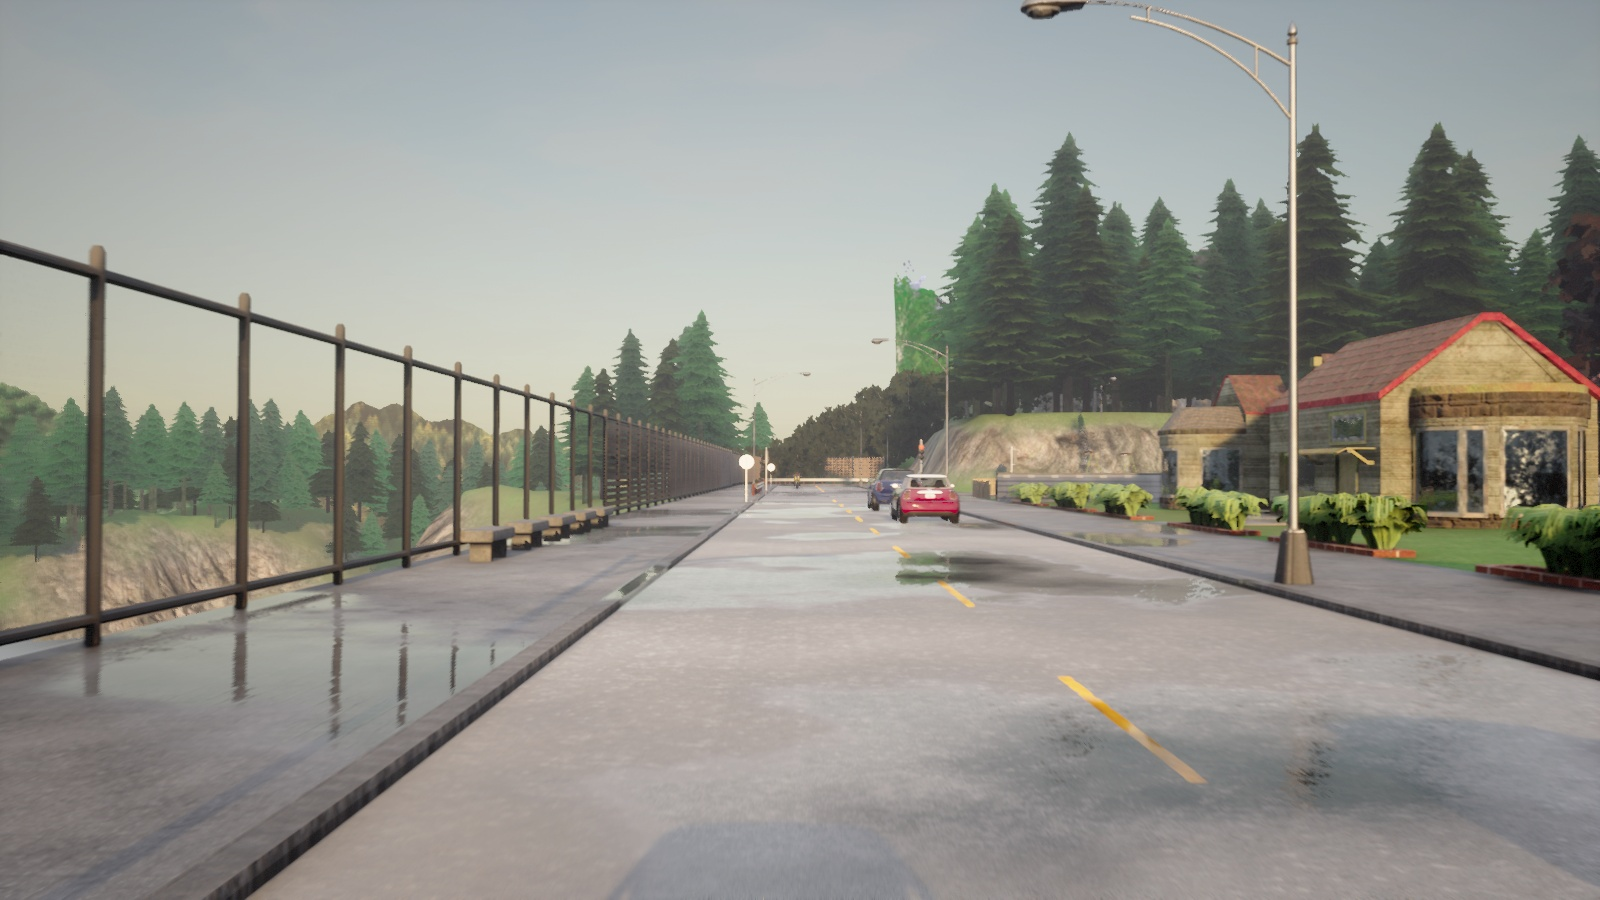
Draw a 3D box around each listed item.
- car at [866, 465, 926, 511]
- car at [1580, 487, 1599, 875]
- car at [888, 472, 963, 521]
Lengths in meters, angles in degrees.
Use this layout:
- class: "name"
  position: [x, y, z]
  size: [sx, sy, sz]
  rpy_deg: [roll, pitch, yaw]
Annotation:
- class: "car"
  position: [3.882, 1.517, 51.344]
  size: [2.097, 1.767, 4.553]
  rpy_deg: [0, -1, 0]
- class: "car"
  position: [3.994, 0.845, 2.479]
  size: [1.837, 1.490, 4.892]
  rpy_deg: [0, -1, 0]
- class: "car"
  position: [3.906, 1.428, 39.614]
  size: [1.970, 1.475, 3.806]
  rpy_deg: [0, -1, 0]
